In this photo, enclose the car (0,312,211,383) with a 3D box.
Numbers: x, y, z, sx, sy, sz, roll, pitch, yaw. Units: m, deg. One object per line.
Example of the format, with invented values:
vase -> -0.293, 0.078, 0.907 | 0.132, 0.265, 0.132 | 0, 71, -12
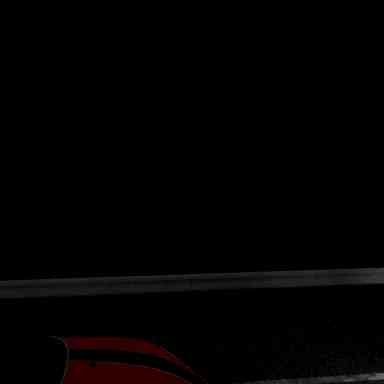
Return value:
car -> -1.874, 1.352, 1.640 | 4.553, 1.767, 2.097 | 0, 0, -6
